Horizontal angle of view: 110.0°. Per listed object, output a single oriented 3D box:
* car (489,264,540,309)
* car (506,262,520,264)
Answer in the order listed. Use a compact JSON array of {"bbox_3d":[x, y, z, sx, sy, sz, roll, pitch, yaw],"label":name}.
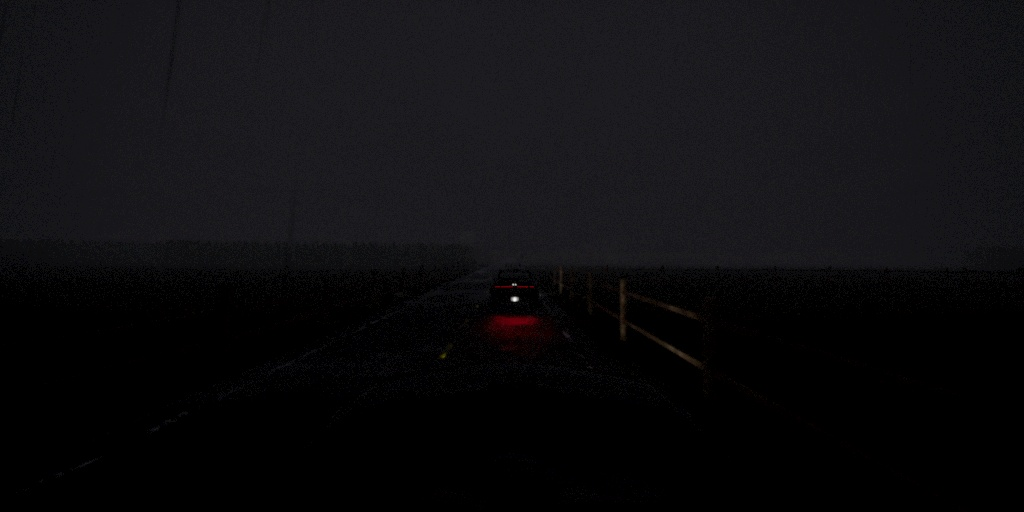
[{"bbox_3d":[0.098,1.245,14.866,1.837,1.490,4.892,0,0,0],"label":"car"},{"bbox_3d":[0.094,1.319,37.361,1.895,1.301,4.718,0,0,0],"label":"car"}]
